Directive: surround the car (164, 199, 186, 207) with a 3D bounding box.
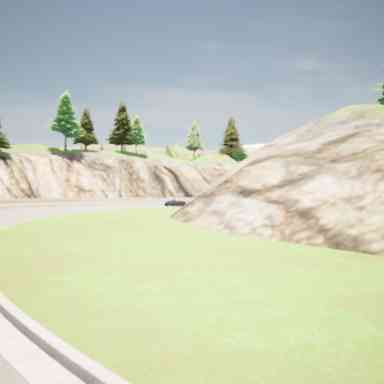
[{"bbox_3d":[-3.065,2.014,60.646,4.181,1.385,1.994,1,-1,-44],"label":"car"}]
